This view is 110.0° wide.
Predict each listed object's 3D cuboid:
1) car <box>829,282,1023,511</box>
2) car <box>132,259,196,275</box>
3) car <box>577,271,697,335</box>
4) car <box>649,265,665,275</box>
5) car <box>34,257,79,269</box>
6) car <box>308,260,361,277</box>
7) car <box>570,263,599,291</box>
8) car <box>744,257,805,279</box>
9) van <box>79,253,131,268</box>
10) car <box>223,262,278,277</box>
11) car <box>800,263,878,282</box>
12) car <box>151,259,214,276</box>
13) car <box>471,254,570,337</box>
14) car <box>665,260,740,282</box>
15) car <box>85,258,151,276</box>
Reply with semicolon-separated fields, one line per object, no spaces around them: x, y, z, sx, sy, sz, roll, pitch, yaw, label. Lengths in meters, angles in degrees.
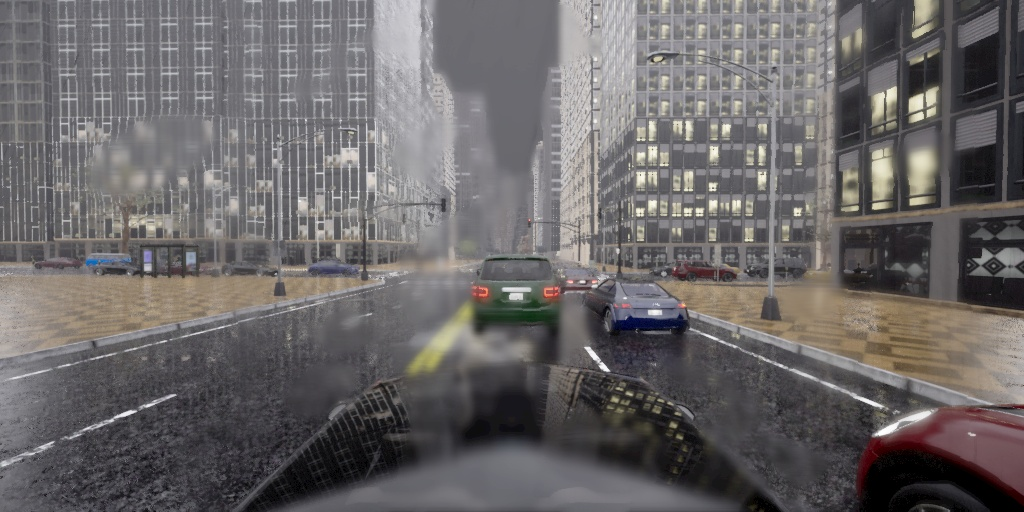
3.344;1.103;0.464;2.097;1.767;4.553;0;0;0;car
-33.032;1.032;34.092;4.181;1.385;1.994;1;1;1;car
3.374;1.310;10.508;1.994;1.385;4.181;0;0;-1;car
16.486;1.365;36.343;4.892;1.490;1.837;0;1;-1;car
-50.890;0.792;40.290;4.207;1.307;1.802;0;0;1;car
-16.651;1.143;33.717;4.674;1.442;1.812;1;1;1;car
3.389;1.287;19.750;2.033;1.411;5.357;0;0;0;car
26.562;1.171;36.122;5.566;2.045;2.150;1;1;1;car
-45.208;0.603;40.163;3.998;1.789;1.690;0;0;1;van
-22.671;1.172;31.150;4.313;1.339;1.948;0;0;1;car
27.701;1.577;30.322;4.829;1.417;1.751;0;0;1;car
-28.355;1.137;31.295;4.207;1.307;1.802;0;0;1;car
0.117;0.967;10.415;2.150;2.045;5.566;0;0;0;car
16.253;1.268;30.542;5.009;1.841;2.192;0;0;1;car
-34.035;1.068;31.479;4.313;1.339;1.948;0;0;1;car
